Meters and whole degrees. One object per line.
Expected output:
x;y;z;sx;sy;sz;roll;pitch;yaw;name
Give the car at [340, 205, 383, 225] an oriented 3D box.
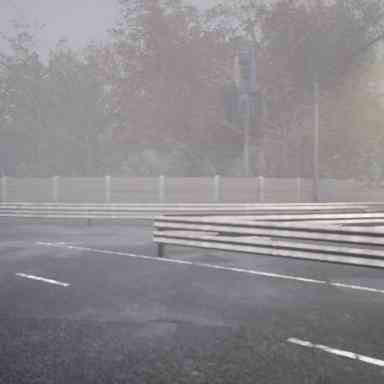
10.362;1.439;18.379;4.181;1.385;1.994;0;0;-20;car
